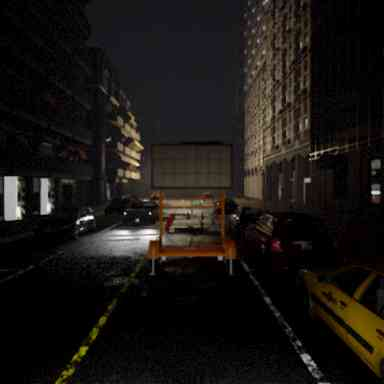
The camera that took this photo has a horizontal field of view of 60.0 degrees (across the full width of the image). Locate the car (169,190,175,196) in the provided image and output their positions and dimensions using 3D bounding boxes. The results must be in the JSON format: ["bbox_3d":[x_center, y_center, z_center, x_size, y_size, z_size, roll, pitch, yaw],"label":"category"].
[{"bbox_3d":[-5.687,0.248,88.797,2.008,1.369,4.403,0,1,0],"label":"car"}]

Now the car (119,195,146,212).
[{"bbox_3d":[-5.690,1.039,32.147,1.752,1.417,4.829,0,1,0],"label":"car"}]

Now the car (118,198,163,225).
[{"bbox_3d":[-3.100,1.278,21.144,1.895,1.301,4.718,0,1,0],"label":"car"}]

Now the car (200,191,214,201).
[{"bbox_3d":[2.692,0.726,54.908,1.887,1.381,4.507,0,1,0],"label":"car"}]

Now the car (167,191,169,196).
[{"bbox_3d":[-5.688,0.681,60.557,1.802,1.307,4.206,0,1,0],"label":"car"}]

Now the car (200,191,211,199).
[{"bbox_3d":[2.692,0.569,66.204,2.008,1.369,4.403,0,1,0],"label":"car"}]

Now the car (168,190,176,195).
[{"bbox_3d":[-5.686,0.169,94.444,2.008,1.369,4.403,0,1,0],"label":"car"}]

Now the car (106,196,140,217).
[{"bbox_3d":[-5.690,1.161,26.669,1.947,1.339,4.313,0,1,0],"label":"car"}]

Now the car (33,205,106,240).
[{"bbox_3d":[-5.690,1.315,15.373,2.008,1.369,4.403,0,1,0],"label":"car"}]

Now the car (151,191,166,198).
[{"bbox_3d":[-5.688,0.621,54.907,1.967,1.590,4.097,0,1,0],"label":"car"}]

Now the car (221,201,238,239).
[{"bbox_3d":[2.690,1.315,15.373,2.008,1.369,4.403,0,1,0],"label":"car"}]

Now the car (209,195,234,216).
[{"bbox_3d":[2.691,1.161,26.669,1.947,1.339,4.313,0,1,0],"label":"car"}]

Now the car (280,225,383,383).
[{"bbox_3d":[2.690,1.458,4.247,1.752,1.417,4.829,0,1,0],"label":"car"}]

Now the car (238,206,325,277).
[{"bbox_3d":[2.690,1.290,9.723,1.967,1.590,4.097,0,1,0],"label":"car"}]

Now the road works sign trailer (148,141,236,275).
[{"bbox_3d":[0.001,0.312,9.867,2.380,3.560,2.880,0,1,0],"label":"road works sign trailer"}]
